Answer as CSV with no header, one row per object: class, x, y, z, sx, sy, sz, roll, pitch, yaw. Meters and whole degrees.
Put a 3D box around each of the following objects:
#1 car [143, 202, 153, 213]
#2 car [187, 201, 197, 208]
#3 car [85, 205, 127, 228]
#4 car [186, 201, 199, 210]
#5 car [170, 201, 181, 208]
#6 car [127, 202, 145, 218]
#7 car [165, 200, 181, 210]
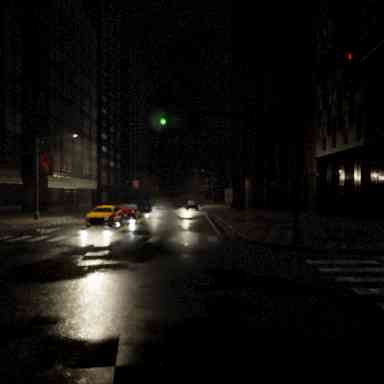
car,-6.587,2.079,45.822,1.882,1.535,5.008,0,-1,0
car,0.004,2.416,64.895,1.994,1.385,4.181,0,-1,0
car,-6.588,1.810,25.359,1.882,1.535,5.008,0,-1,0
car,0.003,2.207,54.477,2.128,1.511,4.902,0,-1,0
car,-3.246,2.415,64.896,1.994,1.385,4.181,0,-1,0
car,-6.593,2.064,35.358,1.895,1.301,4.718,0,-1,0
car,-3.247,2.071,54.832,2.097,1.767,4.553,0,-1,0
